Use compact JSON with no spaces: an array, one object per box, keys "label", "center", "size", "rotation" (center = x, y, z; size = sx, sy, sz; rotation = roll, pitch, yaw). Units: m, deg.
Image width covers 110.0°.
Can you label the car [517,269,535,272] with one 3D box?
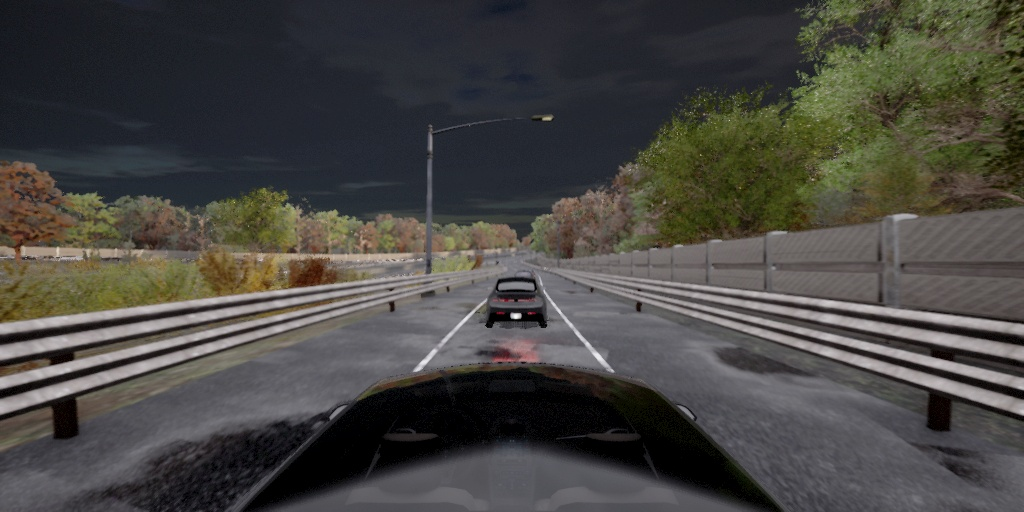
[{"label":"car","center":[1.013,1.974,30.688],"size":[2.033,1.411,5.357],"rotation":[0,-1,3]}]

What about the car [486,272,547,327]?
[{"label":"car","center":[0.165,1.470,12.484],"size":[1.837,1.490,4.892],"rotation":[0,-1,1]}]
